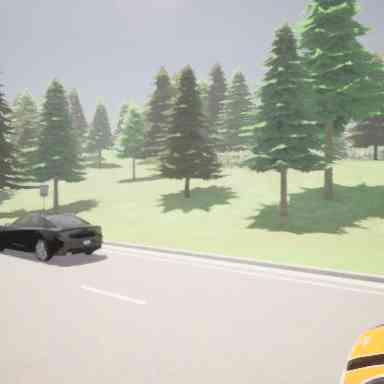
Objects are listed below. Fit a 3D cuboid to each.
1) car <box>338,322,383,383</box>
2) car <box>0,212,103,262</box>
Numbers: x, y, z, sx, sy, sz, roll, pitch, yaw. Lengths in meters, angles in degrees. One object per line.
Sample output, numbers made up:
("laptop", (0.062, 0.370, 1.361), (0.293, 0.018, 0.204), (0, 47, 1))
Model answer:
("car", (3.181, 1.352, 1.724), (4.553, 1.767, 2.097), (0, 0, 36))
("car", (-5.400, 1.475, 12.151), (5.008, 1.535, 1.882), (0, 0, 36))
